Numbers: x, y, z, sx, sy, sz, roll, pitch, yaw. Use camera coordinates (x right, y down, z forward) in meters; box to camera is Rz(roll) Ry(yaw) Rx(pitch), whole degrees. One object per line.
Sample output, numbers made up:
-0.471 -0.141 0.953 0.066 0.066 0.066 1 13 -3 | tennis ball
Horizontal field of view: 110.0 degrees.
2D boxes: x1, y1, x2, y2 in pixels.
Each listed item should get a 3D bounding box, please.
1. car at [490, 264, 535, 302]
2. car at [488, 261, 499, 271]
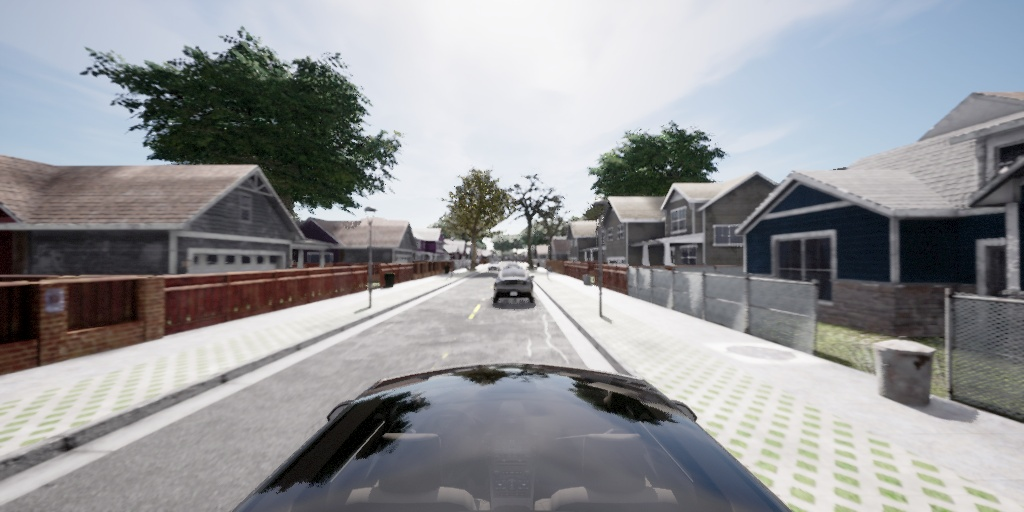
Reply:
0.079 1.357 17.572 1.837 1.490 4.892 0 0 0 | car
-2.784 1.587 56.452 1.812 1.442 4.674 0 0 0 | car
